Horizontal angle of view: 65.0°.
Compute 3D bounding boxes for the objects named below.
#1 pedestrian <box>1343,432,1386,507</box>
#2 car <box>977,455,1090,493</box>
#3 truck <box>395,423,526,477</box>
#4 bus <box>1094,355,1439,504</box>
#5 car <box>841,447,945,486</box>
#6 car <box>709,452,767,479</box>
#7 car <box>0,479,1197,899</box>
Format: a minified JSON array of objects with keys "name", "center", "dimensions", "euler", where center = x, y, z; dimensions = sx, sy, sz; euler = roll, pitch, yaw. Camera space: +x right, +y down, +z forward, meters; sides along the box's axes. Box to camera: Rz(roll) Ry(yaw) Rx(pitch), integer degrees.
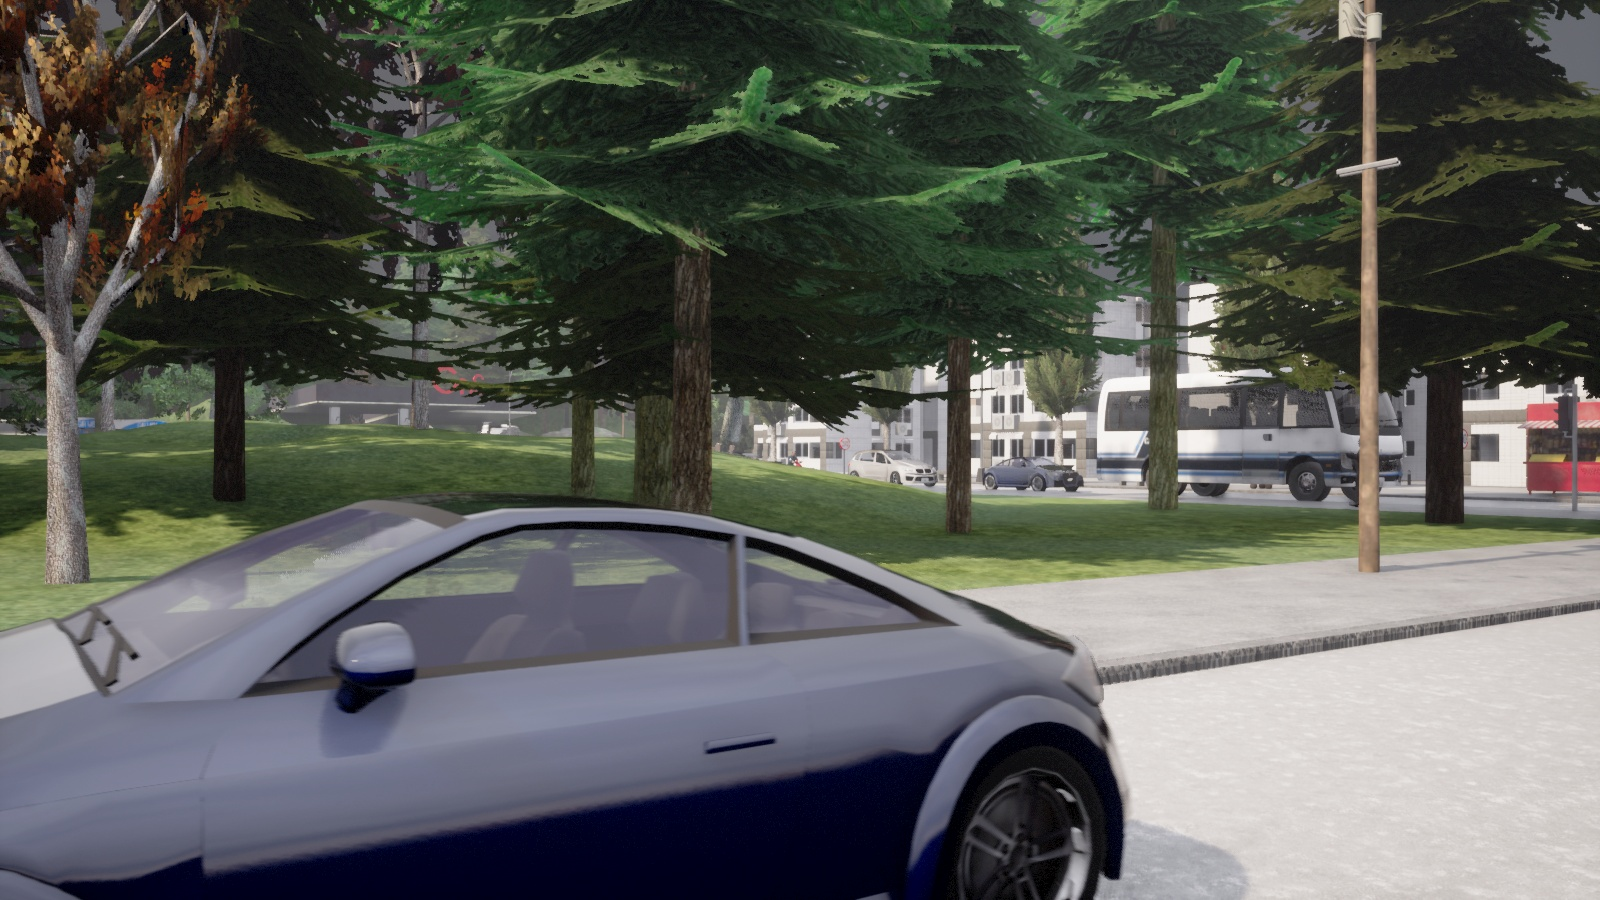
[{"name":"pedestrian","center":[14.425,0.502,32.094],"dimensions":[0.563,1.883,0.849],"euler":[0,0,-36]},{"name":"car","center":[9.118,0.910,49.329],"dimensions":[1.994,1.385,4.181],"euler":[0,0,-35]},{"name":"truck","center":[-22.543,0.016,83.444],"dimensions":[7.936,3.462,2.891],"euler":[0,0,-28]},{"name":"bus","center":[14.857,-0.562,41.203],"dimensions":[3.944,4.253,10.273],"euler":[0,0,-33]},{"name":"car","center":[4.143,0.718,56.484],"dimensions":[2.242,1.667,4.611],"euler":[0,0,-35]},{"name":"car","center":[-3.727,0.914,74.788],"dimensions":[1.789,1.549,3.705],"euler":[0,0,-35]},{"name":"car","center":[-1.067,0.820,3.517],"dimensions":[4.181,1.385,1.994],"euler":[0,0,-34]}]
